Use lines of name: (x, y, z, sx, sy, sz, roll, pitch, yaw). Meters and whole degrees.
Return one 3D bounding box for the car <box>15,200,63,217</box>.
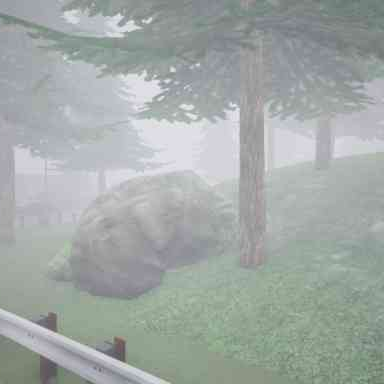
car: (-13.278, 1.490, 27.867, 1.837, 1.490, 4.892, 0, 0, 35)
